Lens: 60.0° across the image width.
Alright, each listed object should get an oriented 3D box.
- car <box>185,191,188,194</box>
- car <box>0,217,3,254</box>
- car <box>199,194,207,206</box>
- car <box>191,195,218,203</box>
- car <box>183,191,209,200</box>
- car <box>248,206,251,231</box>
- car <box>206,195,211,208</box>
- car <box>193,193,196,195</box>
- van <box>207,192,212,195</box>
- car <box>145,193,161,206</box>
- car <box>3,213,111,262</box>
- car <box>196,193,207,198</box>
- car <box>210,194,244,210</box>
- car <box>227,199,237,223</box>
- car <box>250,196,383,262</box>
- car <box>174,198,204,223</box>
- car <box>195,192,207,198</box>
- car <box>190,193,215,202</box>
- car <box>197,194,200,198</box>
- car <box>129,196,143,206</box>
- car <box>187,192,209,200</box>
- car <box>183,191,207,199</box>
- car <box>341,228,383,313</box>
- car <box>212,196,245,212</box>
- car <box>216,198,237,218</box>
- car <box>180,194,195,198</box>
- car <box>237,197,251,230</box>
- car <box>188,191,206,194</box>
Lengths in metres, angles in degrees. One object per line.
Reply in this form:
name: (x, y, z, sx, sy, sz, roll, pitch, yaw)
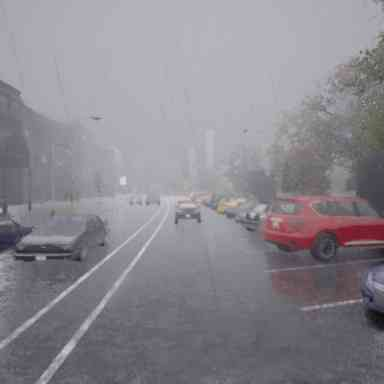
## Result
car: (1.899, 1.002, 71.209, 5.566, 2.045, 2.435, 0, 1, -26)
car: (-7.147, 1.565, 11.099, 1.895, 1.301, 4.718, 0, 0, -1)
car: (4.000, 1.392, 44.551, 5.008, 1.535, 2.097, 1, 0, -24)
car: (2.489, 1.369, 65.322, 4.792, 1.488, 2.163, 0, 0, -25)
car: (0.993, 0.802, 80.077, 5.566, 2.045, 2.435, 0, 2, -26)
car: (5.175, 1.471, 14.866, 4.674, 1.452, 2.002, 1, 0, -21)
car: (4.478, 1.394, 35.652, 5.008, 1.535, 2.097, 1, 0, -23)
car: (3.184, 1.390, 56.414, 5.008, 1.535, 2.097, 1, 0, -25)
van: (4.431, 1.168, 38.674, 4.442, 1.987, 1.878, 1, 0, -23)
car: (-6.122, 1.145, 52.652, 2.150, 2.045, 5.566, 0, 0, -4)
car: (-4.362, 1.506, 12.197, 2.033, 1.411, 5.357, 0, 0, -1)
car: (3.782, 1.390, 50.563, 5.366, 1.575, 1.946, 1, 0, -24)
car: (4.575, 1.271, 32.680, 4.553, 1.767, 2.185, 1, 0, -23)
car: (5.040, 1.417, 20.806, 4.892, 1.521, 2.231, 1, 0, -22)
car: (5.254, 1.189, 11.912, 5.566, 2.045, 2.435, 1, 0, -21)
car: (-0.339, 1.451, 24.872, 1.812, 1.442, 4.674, 0, 0, -2)
car: (3.437, 1.266, 53.457, 4.553, 1.767, 2.185, 1, 0, -24)
car: (2.172, 1.175, 68.254, 4.553, 1.767, 2.185, 0, 1, -26)
car: (3.800, 1.391, 47.523, 5.008, 1.535, 2.097, 1, 0, -24)
car: (-9.018, 1.419, 53.980, 2.128, 1.511, 4.902, 0, 0, -4)
car: (1.357, 1.002, 77.158, 4.553, 1.767, 2.185, 0, 2, -26)
car: (0.716, 0.727, 83.066, 5.566, 2.045, 2.435, 0, 1, -27)
car: (5.295, 1.501, 5.957, 4.674, 1.452, 2.002, 1, 0, -21)
car: (4.723, 1.400, 29.720, 5.008, 1.535, 2.097, 1, 0, -22)
car: (4.813, 1.434, 26.737, 4.792, 1.488, 2.163, 1, 0, -22)
car: (-1.071, 1.390, 41.226, 1.882, 1.535, 5.008, 0, 0, -3)
car: (5.077, 1.297, 17.832, 4.553, 1.767, 2.185, 1, 0, -22)
car: (2.745, 1.115, 62.357, 5.566, 2.045, 2.435, 0, 0, -25)
